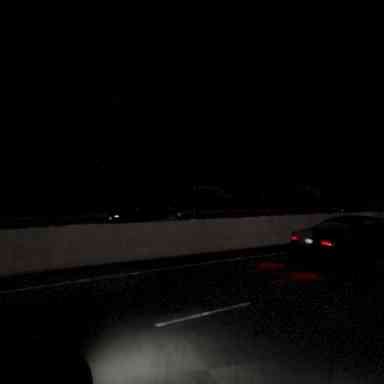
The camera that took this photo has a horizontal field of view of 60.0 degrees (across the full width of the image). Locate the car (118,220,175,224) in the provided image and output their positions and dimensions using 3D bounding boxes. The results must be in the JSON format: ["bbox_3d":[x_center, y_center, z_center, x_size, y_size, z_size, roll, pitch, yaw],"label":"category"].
[{"bbox_3d":[-3.069,1.431,22.373,4.892,1.490,1.837,0,0,-29],"label":"car"}]

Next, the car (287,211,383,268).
[{"bbox_3d":[5.688,1.510,11.102,5.357,1.411,2.033,0,0,-28],"label":"car"}]

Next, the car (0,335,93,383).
[{"bbox_3d":[-2.834,1.520,1.609,4.674,1.442,1.812,0,0,-36],"label":"car"}]
